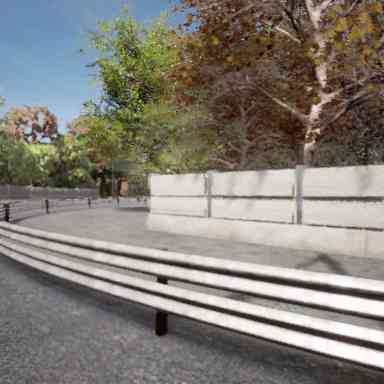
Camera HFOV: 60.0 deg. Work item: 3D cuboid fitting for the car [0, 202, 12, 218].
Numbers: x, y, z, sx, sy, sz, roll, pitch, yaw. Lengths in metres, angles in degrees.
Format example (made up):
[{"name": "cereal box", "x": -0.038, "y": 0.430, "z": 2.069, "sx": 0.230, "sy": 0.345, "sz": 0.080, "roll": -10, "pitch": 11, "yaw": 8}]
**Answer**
[{"name": "car", "x": -16.063, "y": 1.474, "z": 26.614, "sx": 1.882, "sy": 1.535, "sz": 5.008, "roll": 0, "pitch": 0, "yaw": -10}]
